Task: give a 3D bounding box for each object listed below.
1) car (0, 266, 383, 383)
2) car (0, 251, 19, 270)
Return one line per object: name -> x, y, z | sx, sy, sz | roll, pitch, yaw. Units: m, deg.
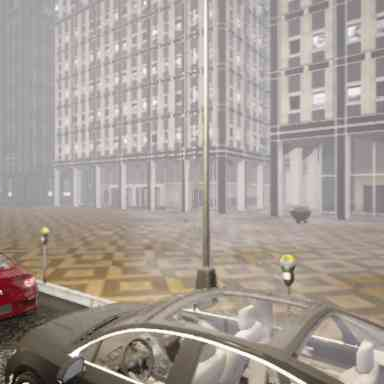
car -> 0.147, 1.547, 2.770 | 4.403, 1.369, 2.008 | 0, 0, 36
car -> -4.438, 1.566, 6.043 | 4.206, 1.307, 1.802 | 0, 0, 36
